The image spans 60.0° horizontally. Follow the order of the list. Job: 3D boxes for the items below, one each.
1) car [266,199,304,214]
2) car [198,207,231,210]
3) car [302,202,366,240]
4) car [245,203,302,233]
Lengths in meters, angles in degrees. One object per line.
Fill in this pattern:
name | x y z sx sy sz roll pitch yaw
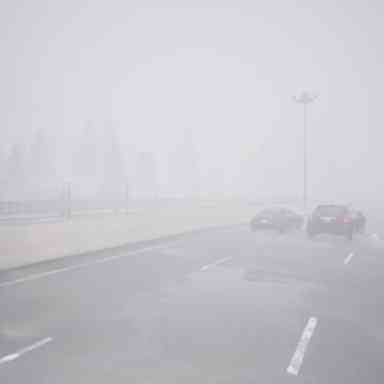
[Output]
car | 10.280 1.554 36.664 4.892 1.490 1.837 1 -1 -44
car | 2.742 1.535 39.012 1.882 1.535 5.008 0 0 45
car | 7.632 1.372 17.386 2.097 1.767 4.553 0 0 35
car | 5.159 1.589 19.917 1.994 1.385 4.181 0 0 36
